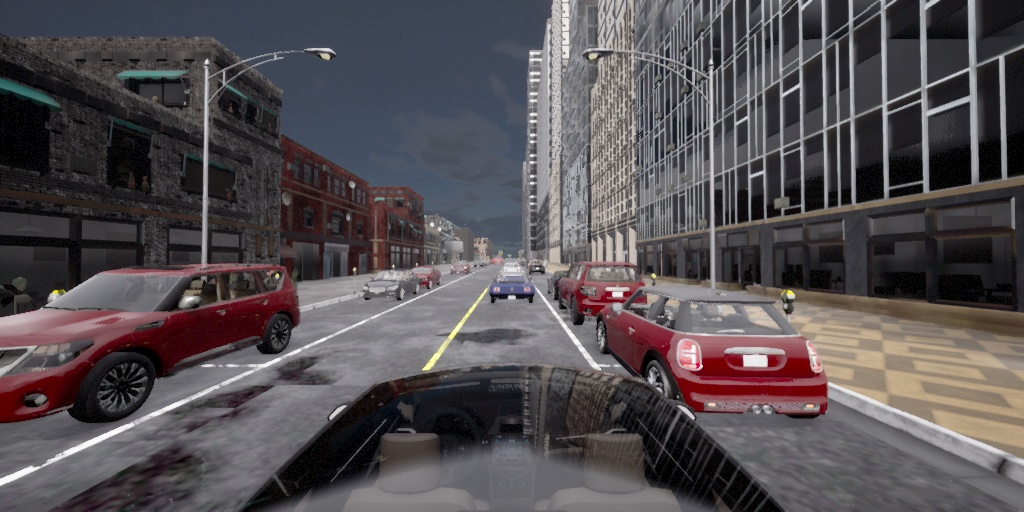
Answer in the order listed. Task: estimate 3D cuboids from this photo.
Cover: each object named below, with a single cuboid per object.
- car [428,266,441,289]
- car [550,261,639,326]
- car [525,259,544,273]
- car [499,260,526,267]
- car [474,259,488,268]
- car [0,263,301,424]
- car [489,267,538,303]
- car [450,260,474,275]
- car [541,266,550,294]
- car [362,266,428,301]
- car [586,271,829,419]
[{"bbox_3d":[-5.690,1.301,22.912,1.888,1.381,4.507,0,0,0],"label":"car"},{"bbox_3d":[2.691,1.066,11.569,2.192,1.841,5.009,0,0,0],"label":"car"},{"bbox_3d":[2.691,1.330,39.788,1.948,1.339,4.313,0,0,0],"label":"car"},{"bbox_3d":[0.000,1.294,31.503,1.812,1.442,4.674,0,0,0],"label":"car"},{"bbox_3d":[-5.690,1.341,62.420,1.948,1.339,4.313,0,0,0],"label":"car"},{"bbox_3d":[-5.689,1.064,5.981,2.192,1.841,5.009,0,0,0],"label":"car"},{"bbox_3d":[0.000,1.371,16.532,1.895,1.301,4.718,0,0,0],"label":"car"},{"bbox_3d":[-5.690,1.204,39.844,1.967,1.591,4.097,0,0,0],"label":"car"},{"bbox_3d":[2.691,1.319,17.212,1.948,1.339,4.313,0,0,0],"label":"car"},{"bbox_3d":[-5.689,1.304,17.268,2.007,1.370,4.403,0,0,0],"label":"car"},{"bbox_3d":[2.691,1.189,5.925,1.967,1.591,4.097,0,0,0],"label":"car"}]
